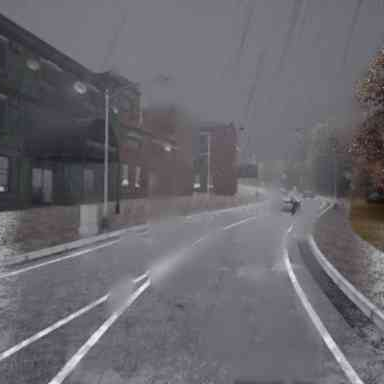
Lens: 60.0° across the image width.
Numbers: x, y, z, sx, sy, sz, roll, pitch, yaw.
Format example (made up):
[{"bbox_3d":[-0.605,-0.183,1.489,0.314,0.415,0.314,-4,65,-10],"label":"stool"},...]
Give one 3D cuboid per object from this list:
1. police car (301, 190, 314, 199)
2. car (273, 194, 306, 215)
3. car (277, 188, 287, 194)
[{"bbox_3d":[20.731,0.419,59.583,1.930,1.638,5.238,0,1,15],"label":"police car"},{"bbox_3d":[8.427,1.198,29.362,2.128,1.511,4.902,0,0,26],"label":"car"},{"bbox_3d":[19.192,-0.018,71.030,1.882,1.535,5.008,0,2,9],"label":"car"}]
